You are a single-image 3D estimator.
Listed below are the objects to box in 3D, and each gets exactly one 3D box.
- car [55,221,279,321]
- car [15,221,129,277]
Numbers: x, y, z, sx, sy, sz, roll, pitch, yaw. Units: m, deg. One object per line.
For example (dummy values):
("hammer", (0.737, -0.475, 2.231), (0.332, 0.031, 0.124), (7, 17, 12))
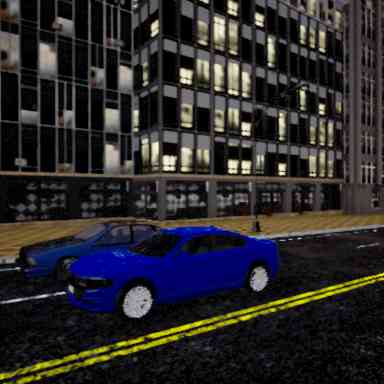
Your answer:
("car", (-0.175, 1.538, 7.552), (5.008, 1.535, 1.882), (1, -1, -35))
("car", (-2.252, 1.605, 10.064), (5.357, 1.411, 2.033), (1, -1, -35))
